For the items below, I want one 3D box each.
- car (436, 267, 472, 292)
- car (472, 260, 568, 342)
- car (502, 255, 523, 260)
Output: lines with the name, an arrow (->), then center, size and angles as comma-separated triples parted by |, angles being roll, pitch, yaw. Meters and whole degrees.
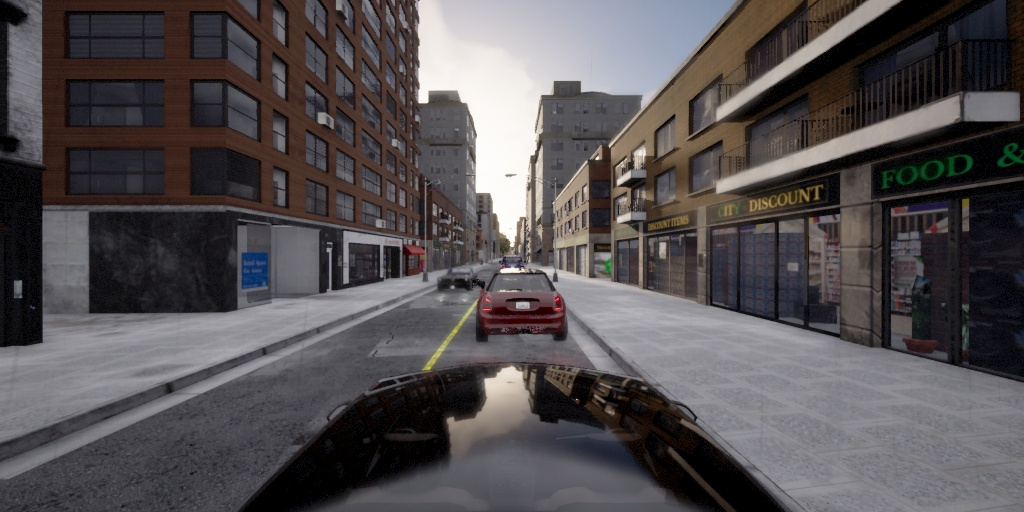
car -> -3.142, 1.351, 21.223 | 1.895, 1.301, 4.718 | 0, 0, 0
car -> 0.115, 1.102, 9.958 | 2.097, 1.767, 4.553 | 0, 0, -3
car -> 0.038, 0.976, 31.104 | 2.150, 2.045, 5.566 | 0, 0, 0
